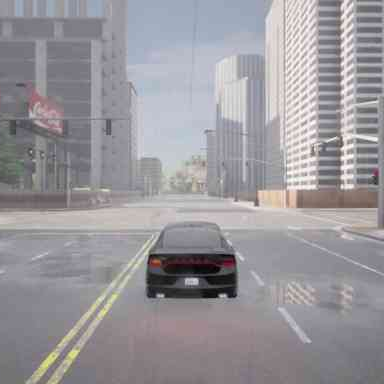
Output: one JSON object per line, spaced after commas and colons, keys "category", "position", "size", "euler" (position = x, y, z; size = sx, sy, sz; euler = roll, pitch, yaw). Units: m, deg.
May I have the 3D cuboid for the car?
{"category": "car", "position": [0.002, 1.478, 8.523], "size": [1.882, 1.535, 5.008], "euler": [0, 0, 0]}
